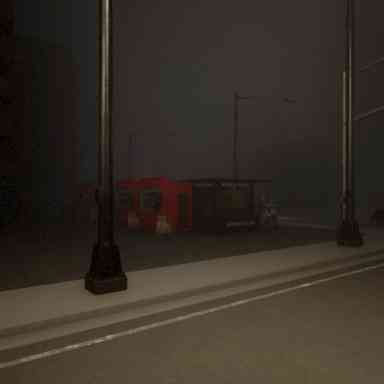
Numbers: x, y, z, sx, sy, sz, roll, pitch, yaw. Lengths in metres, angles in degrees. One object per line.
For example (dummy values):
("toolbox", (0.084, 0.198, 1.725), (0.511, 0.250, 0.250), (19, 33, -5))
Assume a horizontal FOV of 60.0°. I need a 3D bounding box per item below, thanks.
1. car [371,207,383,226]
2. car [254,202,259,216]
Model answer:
("car", (14.434, 1.575, 22.076), (1.812, 1.442, 4.674), (0, 0, -36))
("car", (4.927, 1.439, 35.083), (2.150, 2.045, 5.566), (0, -1, -36))
